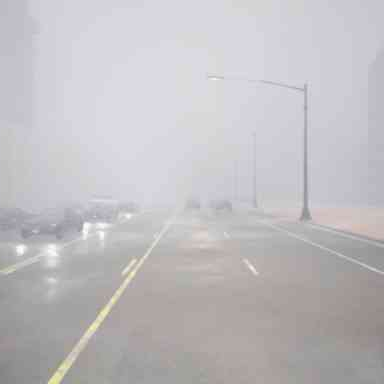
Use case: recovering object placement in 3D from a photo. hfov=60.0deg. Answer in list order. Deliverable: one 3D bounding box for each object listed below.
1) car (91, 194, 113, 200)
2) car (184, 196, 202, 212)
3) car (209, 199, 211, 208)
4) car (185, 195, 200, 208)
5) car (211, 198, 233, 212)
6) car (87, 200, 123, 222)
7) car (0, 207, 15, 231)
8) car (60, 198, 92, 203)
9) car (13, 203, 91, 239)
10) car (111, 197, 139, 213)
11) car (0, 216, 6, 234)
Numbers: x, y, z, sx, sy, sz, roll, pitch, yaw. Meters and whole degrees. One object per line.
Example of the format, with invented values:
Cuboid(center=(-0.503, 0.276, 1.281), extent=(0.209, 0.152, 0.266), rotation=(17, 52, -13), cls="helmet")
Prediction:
Cuboid(center=(-10.524, 1.211, 38.703), extent=(2.150, 2.045, 5.566), rotation=(0, 0, 0), cls="car")
Cuboid(center=(0.121, 1.480, 39.237), extent=(2.128, 1.511, 4.902), rotation=(0, 0, 0), cls="car")
Cuboid(center=(3.533, 1.549, 48.869), extent=(1.994, 1.385, 4.181), rotation=(0, 0, 0), cls="car")
Cuboid(center=(0.033, 1.336, 49.706), extent=(2.097, 1.767, 4.553), rotation=(0, 0, 0), cls="car")
Cuboid(center=(3.521, 1.493, 37.958), extent=(1.837, 1.490, 4.892), rotation=(0, 0, 0), cls="car")
Cuboid(center=(-7.074, 1.557, 26.158), extent=(1.994, 1.385, 4.181), rotation=(0, 0, 0), cls="car")
Cuboid(center=(-10.578, 1.543, 18.272), extent=(2.033, 1.411, 5.357), rotation=(0, 0, 0), cls="car")
Cuboid(center=(-10.575, 1.540, 28.360), extent=(2.033, 1.411, 5.357), rotation=(0, 0, 0), cls="car")
Cuboid(center=(-7.079, 1.521, 17.407), extent=(1.812, 1.442, 4.674), rotation=(0, 0, 0), cls="car")
Cuboid(center=(-7.044, 1.554, 36.134), extent=(1.994, 1.385, 4.181), rotation=(0, 0, 0), cls="car")
Cuboid(center=(-7.089, 1.562, 8.662), extent=(1.994, 1.385, 4.181), rotation=(0, 0, 0), cls="car")
